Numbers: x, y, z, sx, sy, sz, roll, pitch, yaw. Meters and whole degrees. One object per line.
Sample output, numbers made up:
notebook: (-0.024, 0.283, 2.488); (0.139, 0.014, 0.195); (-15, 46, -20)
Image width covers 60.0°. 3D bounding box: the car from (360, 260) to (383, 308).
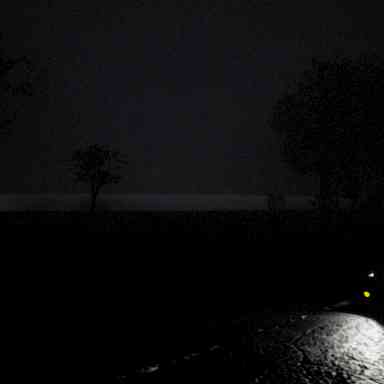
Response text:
car: (5.330, 1.632, 6.854); (4.181, 1.385, 1.994); (1, 0, -35)
